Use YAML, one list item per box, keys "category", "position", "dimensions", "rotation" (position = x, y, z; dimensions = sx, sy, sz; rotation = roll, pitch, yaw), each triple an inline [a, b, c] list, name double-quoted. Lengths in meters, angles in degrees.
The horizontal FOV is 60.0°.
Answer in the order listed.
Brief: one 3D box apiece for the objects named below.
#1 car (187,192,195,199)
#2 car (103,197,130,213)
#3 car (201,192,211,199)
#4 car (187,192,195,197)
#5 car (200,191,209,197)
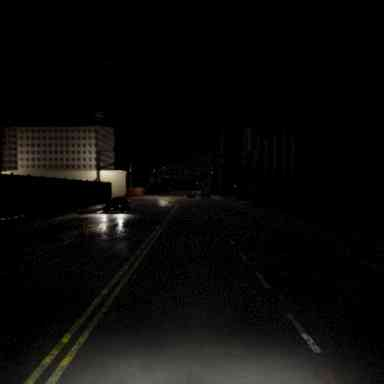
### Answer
- category: "car"
  position: [-0.273, 0.829, 77.165]
  dimensions: [1.895, 1.301, 4.718]
  rotation: [0, 1, 0]
- category: "car"
  position: [-7.114, 1.216, 31.914]
  dimensions: [1.812, 1.442, 4.674]
  rotation: [0, 0, 0]
- category: "car"
  position: [3.228, 0.712, 76.729]
  dimensions: [1.882, 1.535, 5.008]
  rotation: [0, 1, 0]
- category: "car"
  position: [-0.309, 0.648, 87.197]
  dimensions: [1.994, 1.385, 4.181]
  rotation: [0, 1, 0]
- category: "car"
  position: [3.191, 0.616, 87.209]
  dimensions: [2.128, 1.511, 4.902]
  rotation: [0, 1, 0]
